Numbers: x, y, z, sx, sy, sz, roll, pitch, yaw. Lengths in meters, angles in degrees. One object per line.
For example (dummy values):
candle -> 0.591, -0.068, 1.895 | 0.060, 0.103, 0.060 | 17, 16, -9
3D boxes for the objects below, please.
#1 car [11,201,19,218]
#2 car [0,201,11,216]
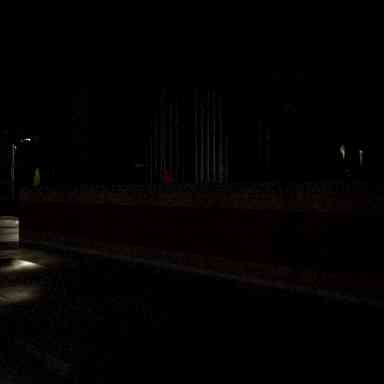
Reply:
car -> -12.265, 1.603, 28.823 | 2.033, 1.411, 5.357 | 0, 0, 37
car -> -16.423, 1.547, 29.102 | 2.128, 1.511, 4.902 | 0, 0, 37
